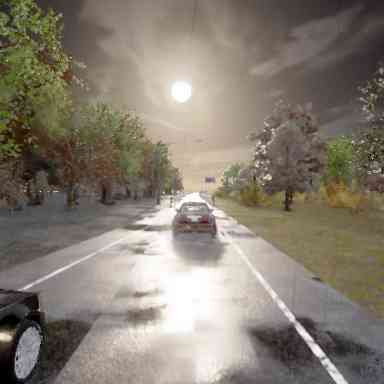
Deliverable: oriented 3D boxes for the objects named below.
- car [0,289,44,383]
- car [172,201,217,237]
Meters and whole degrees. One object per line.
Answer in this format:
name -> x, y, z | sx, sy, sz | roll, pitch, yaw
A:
car -> -2.901, 1.468, 2.317 | 1.882, 1.535, 5.008 | 0, 0, 2
car -> 0.117, 1.285, 17.528 | 2.097, 1.767, 4.553 | 0, 0, 0
